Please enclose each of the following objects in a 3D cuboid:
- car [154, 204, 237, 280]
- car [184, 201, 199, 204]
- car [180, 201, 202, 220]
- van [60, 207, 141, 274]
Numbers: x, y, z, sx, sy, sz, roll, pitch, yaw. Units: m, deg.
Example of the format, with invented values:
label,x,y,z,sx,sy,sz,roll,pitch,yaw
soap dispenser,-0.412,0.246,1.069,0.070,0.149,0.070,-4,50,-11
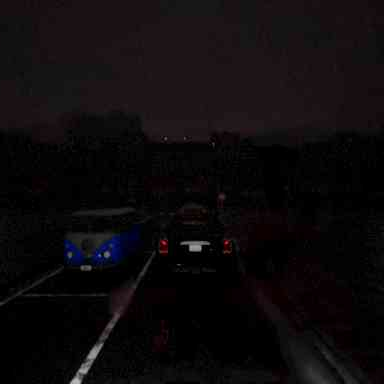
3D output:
label,x,y,z,sx,sy,sz,roll,pitch,yaw
car,0.080,1.404,10.279,2.097,1.767,4.553,0,0,0
car,0.051,1.588,21.483,1.882,1.535,5.008,0,0,0
car,-0.023,1.642,31.395,1.882,1.535,5.008,0,0,2
van,-2.667,1.394,10.436,1.690,1.788,3.998,-1,0,0
